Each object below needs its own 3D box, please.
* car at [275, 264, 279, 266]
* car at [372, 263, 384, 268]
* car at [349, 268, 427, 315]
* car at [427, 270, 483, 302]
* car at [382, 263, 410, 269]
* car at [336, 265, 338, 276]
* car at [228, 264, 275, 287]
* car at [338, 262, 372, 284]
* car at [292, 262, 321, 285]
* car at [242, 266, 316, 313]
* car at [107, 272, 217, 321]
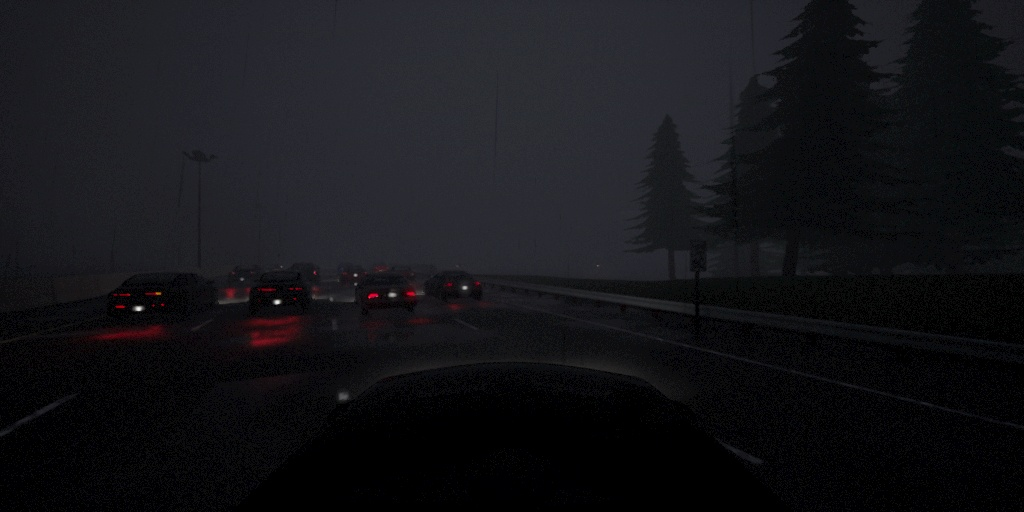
[{"bbox_3d":[-24.595,1.503,36.611,1.994,1.385,4.181,0,0,-27],"label":"car"},{"bbox_3d":[-15.418,1.493,41.737,1.812,1.442,4.674,0,0,-27],"label":"car"},{"bbox_3d":[-5.111,1.367,14.219,2.033,1.411,5.357,0,0,-27],"label":"car"},{"bbox_3d":[-3.009,1.401,17.827,1.994,1.385,4.181,0,0,-27],"label":"car"},{"bbox_3d":[-9.577,1.507,30.501,1.895,1.301,4.718,0,0,-27],"label":"car"},{"bbox_3d":[-18.718,1.438,40.508,1.882,1.535,5.008,0,0,-27],"label":"car"},{"bbox_3d":[-19.166,1.375,26.200,2.128,1.511,4.902,0,0,-27],"label":"car"},{"bbox_3d":[-12.972,1.466,29.462,1.994,1.385,4.181,0,0,-27],"label":"car"},{"bbox_3d":[-15.754,1.244,27.210,2.097,1.767,4.553,0,0,-27],"label":"car"},{"bbox_3d":[-9.186,1.328,14.533,1.837,1.490,4.892,0,0,-27],"label":"car"},{"bbox_3d":[-12.291,1.319,12.917,1.837,1.490,4.892,0,0,-27],"label":"car"}]
